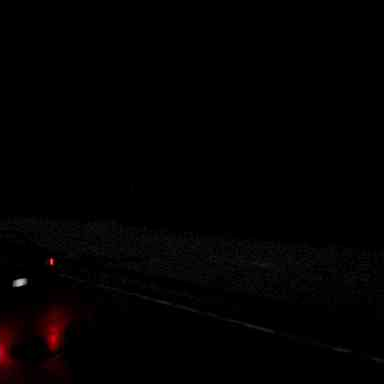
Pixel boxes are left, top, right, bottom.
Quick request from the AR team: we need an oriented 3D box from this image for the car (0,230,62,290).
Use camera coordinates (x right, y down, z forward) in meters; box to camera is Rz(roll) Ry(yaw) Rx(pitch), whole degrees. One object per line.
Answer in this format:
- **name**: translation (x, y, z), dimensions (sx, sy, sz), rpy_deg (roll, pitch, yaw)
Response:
- **car**: translation (-5.357, 1.604, 8.293), dimensions (4.718, 1.301, 1.895), rpy_deg (0, 0, 37)
